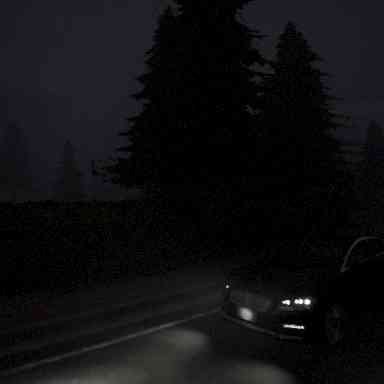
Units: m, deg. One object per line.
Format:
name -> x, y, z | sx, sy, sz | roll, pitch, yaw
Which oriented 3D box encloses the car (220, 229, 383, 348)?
car -> 2.622, 1.540, 6.540 | 4.902, 1.511, 2.128 | 0, -1, -42
